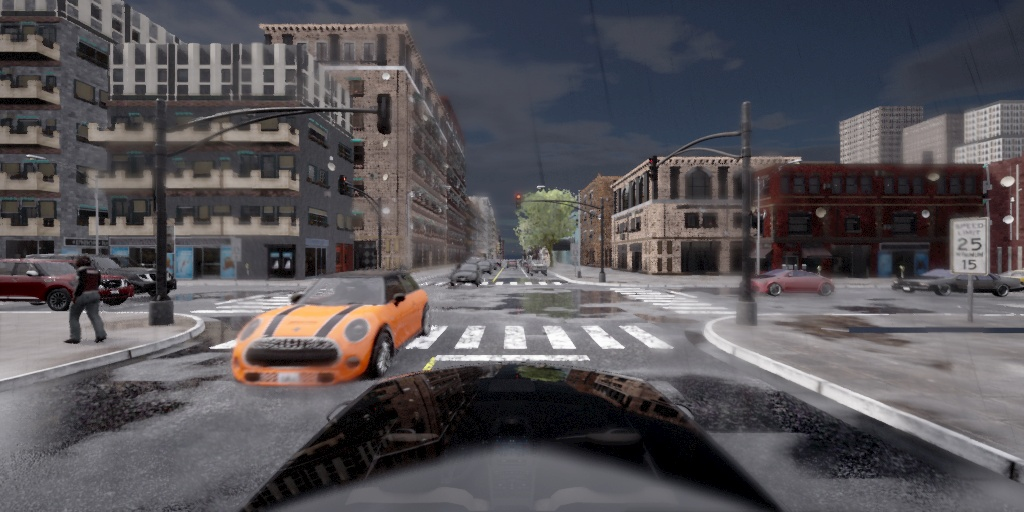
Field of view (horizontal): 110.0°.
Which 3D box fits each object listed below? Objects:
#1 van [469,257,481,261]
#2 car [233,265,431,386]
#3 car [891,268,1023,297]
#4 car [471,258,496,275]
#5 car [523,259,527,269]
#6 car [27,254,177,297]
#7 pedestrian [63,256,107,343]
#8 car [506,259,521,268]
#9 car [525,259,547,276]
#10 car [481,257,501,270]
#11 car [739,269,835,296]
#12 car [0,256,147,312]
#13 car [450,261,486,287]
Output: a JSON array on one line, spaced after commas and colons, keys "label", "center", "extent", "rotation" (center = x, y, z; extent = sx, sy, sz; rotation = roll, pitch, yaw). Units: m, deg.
[{"label": "van", "center": [-5.689, 1.149, 54.120], "extent": [1.690, 1.789, 3.998], "rotation": [0, 0, 0]}, {"label": "car", "center": [-3.100, 1.102, 7.222], "extent": [2.097, 1.767, 4.553], "rotation": [0, 0, 0]}, {"label": "car", "center": [24.020, 1.412, 19.392], "extent": [5.357, 1.411, 2.033], "rotation": [0, 0, 0]}, {"label": "car", "center": [-3.098, 1.289, 38.951], "extent": [1.837, 1.490, 4.892], "rotation": [0, -1, 0]}, {"label": "car", "center": [2.692, 1.228, 42.725], "extent": [1.967, 1.591, 4.097], "rotation": [0, 0, 0]}, {"label": "car", "center": [-18.310, 0.917, 15.889], "extent": [5.566, 2.045, 2.150], "rotation": [0, 0, 0]}, {"label": "pedestrian", "center": [-8.920, 0.892, 7.490], "extent": [0.375, 1.860, 0.375], "rotation": [0, 0, 0]}, {"label": "car", "center": [0.002, 1.319, 63.384], "extent": [2.128, 1.511, 4.902], "rotation": [0, 0, 0]}, {"label": "car", "center": [2.691, 1.330, 37.028], "extent": [2.007, 1.370, 4.403], "rotation": [0, 0, 0]}, {"label": "car", "center": [-3.095, 1.293, 51.046], "extent": [2.128, 1.511, 4.902], "rotation": [0, 0, 0]}, {"label": "car", "center": [14.719, 1.387, 19.325], "extent": [4.181, 1.385, 1.994], "rotation": [0, 0, 0]}, {"label": "car", "center": [-17.276, 1.013, 13.309], "extent": [5.009, 1.841, 2.192], "rotation": [0, 0, 0]}, {"label": "car", "center": [-3.100, 1.269, 25.062], "extent": [1.837, 1.490, 4.892], "rotation": [0, -1, 0]}]
